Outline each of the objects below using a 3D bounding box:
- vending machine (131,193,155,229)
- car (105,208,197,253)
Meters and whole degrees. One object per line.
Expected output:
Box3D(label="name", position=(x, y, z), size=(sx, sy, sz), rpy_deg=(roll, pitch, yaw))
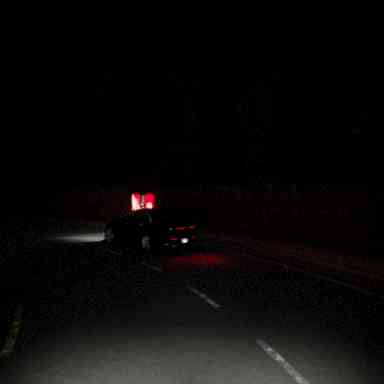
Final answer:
Box3D(label="vending machine", position=(-2.929, 1.096, 19.878), size=(0.880, 2.100, 1.100), rpy_deg=(0, 0, 38))
Box3D(label="car", position=(-1.821, 1.437, 13.525), size=(1.837, 1.490, 4.892), rpy_deg=(1, -1, -40))
